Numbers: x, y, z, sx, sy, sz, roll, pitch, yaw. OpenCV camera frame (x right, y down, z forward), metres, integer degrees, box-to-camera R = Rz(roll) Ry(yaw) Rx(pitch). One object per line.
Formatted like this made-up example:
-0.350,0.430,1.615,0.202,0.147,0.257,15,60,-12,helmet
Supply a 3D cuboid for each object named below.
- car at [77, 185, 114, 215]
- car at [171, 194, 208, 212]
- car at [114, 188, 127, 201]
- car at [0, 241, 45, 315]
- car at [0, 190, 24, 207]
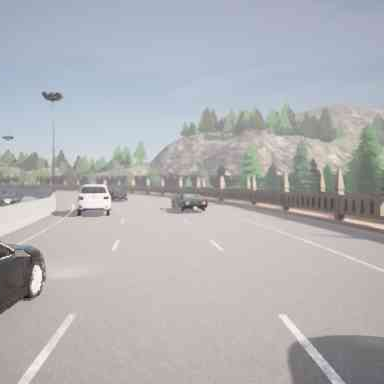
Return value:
-7.019,0.484,23.938,2.150,2.045,5.566,-1,2,-15,car
-0.334,0.777,25.941,1.895,1.301,4.718,-1,2,-15,car
-9.070,0.280,39.758,2.128,1.511,4.902,-1,2,-24,car
-3.788,1.350,4.842,1.837,1.490,4.892,0,2,-4,car
-17.195,0.571,31.655,2.128,1.511,4.902,-1,2,-22,car
